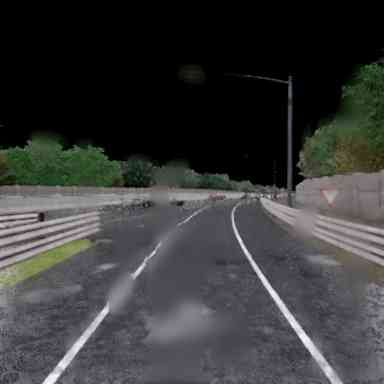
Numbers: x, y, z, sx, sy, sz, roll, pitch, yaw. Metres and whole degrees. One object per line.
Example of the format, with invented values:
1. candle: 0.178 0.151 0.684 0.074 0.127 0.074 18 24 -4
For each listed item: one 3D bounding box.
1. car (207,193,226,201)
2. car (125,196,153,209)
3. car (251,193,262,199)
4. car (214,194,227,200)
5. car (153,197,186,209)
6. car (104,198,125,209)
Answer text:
1. car: 4.966 0.944 67.662 2.097 1.767 4.553 0 0 21
2. car: -5.609 1.218 40.464 2.128 1.511 4.902 -1 1 21
3. car: 18.753 1.241 93.467 2.033 1.411 5.357 0 0 21
4. car: 7.166 1.246 82.978 1.895 1.301 4.718 0 0 21
5. car: -2.342 1.295 39.216 1.895 1.301 4.718 -1 1 21
6. car: -8.857 1.349 41.754 1.895 1.301 4.718 0 0 21
